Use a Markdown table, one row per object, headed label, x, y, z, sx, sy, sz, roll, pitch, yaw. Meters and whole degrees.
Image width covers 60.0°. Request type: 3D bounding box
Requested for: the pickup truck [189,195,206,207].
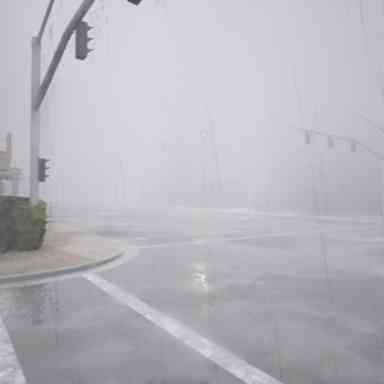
| label | x | y | z | sx | sy | sz | roll | pitch | yaw |
| --- | --- | --- | --- | --- | --- | --- | --- | --- | --- |
| pickup truck | 0.924 | 1.510 | 57.961 | 2.390 | 2.098 | 6.274 | 1 | 0 | -6 |
